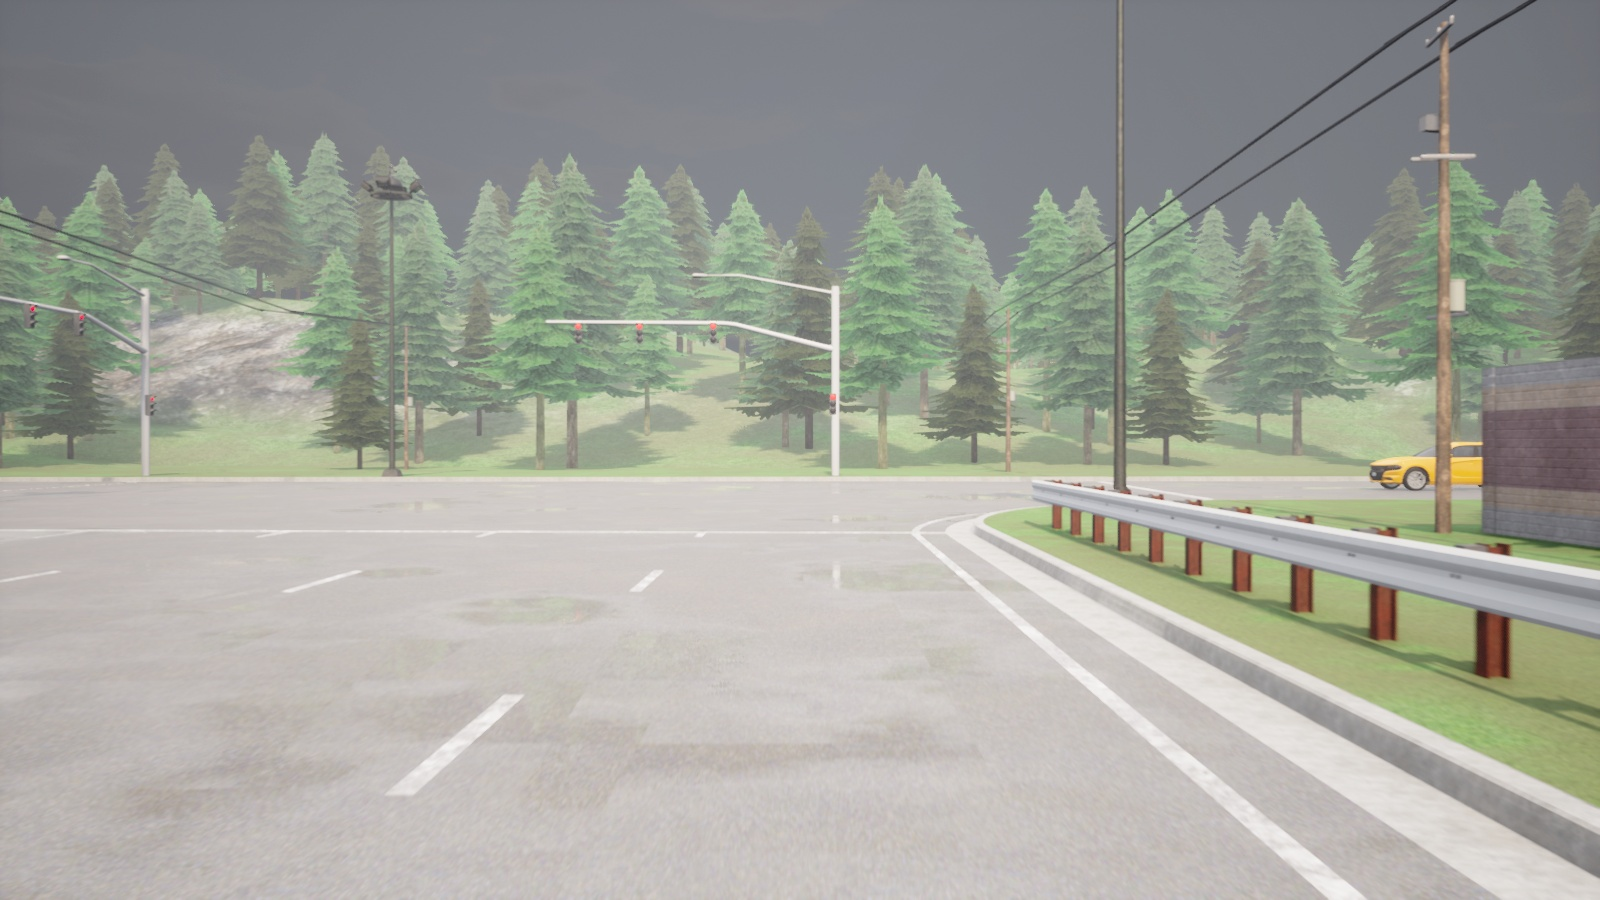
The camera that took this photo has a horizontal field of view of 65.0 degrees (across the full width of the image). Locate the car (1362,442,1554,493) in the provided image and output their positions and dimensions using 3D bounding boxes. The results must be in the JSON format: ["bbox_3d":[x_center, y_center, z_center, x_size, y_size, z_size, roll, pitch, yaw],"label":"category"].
[{"bbox_3d":[20.462,0.520,39.205,5.008,1.535,1.882,0,0,1],"label":"car"}]
